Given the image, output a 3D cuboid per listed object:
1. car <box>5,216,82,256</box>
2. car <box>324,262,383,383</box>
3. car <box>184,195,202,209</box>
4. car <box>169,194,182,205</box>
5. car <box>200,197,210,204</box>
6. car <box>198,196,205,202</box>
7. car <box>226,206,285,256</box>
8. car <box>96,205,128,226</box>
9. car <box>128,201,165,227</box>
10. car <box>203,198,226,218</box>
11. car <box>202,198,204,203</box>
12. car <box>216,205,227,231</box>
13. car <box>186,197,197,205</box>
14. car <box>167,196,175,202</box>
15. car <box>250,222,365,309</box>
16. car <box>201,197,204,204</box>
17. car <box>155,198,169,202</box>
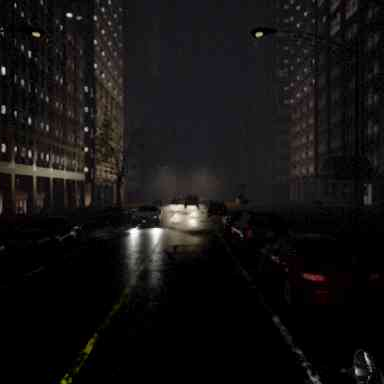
[{"bbox_3d":[-5.707,1.638,13.323,1.802,1.307,4.206,-1,0,0],"label":"car"},{"bbox_3d":[2.682,1.575,2.043,1.947,1.339,4.313,-1,0,0],"label":"car"},{"bbox_3d":[-0.034,1.425,49.796,2.150,2.045,5.566,0,0,0],"label":"car"},{"bbox_3d":[-3.060,1.484,64.772,2.150,2.045,5.566,0,0,0],"label":"car"},{"bbox_3d":[2.633,1.826,69.756,1.887,1.381,4.507,-1,0,0],"label":"car"},{"bbox_3d":[2.618,1.915,92.326,2.008,1.369,4.403,-1,0,0],"label":"car"},{"bbox_3d":[2.672,1.496,13.328,1.967,1.590,4.097,-1,0,0],"label":"car"},{"bbox_3d":[-5.716,1.669,24.605,1.947,1.339,4.313,-1,0,0],"label":"car"},{"bbox_3d":[-3.116,1.625,23.910,1.812,1.442,4.674,0,0,0],"label":"car"},{"bbox_3d":[2.338,1.608,31.519,1.882,1.535,5.008,0,0,0],"label":"car"},{"bbox_3d":[2.653,1.716,41.542,1.887,1.381,4.507,-1,0,0],"label":"car"},{"bbox_3d":[2.669,1.645,18.970,1.947,1.339,4.313,-1,0,0],"label":"car"},{"bbox_3d":[-0.045,1.754,64.889,2.128,1.511,4.902,0,0,0],"label":"car"},{"bbox_3d":[-5.763,1.889,92.132,1.752,1.417,4.829,-1,0,0],"label":"car"},{"bbox_3d":[2.677,1.615,7.685,1.802,1.307,4.206,-1,0,0],"label":"car"},{"bbox_3d":[2.649,1.719,47.354,1.752,1.417,4.829,-1,0,0],"label":"car"},{"bbox_3d":[-5.739,1.788,58.453,2.008,1.369,4.403,-1,0,0],"label":"car"}]
